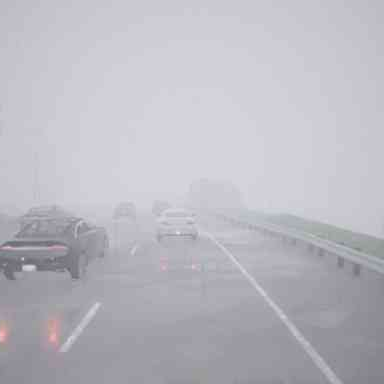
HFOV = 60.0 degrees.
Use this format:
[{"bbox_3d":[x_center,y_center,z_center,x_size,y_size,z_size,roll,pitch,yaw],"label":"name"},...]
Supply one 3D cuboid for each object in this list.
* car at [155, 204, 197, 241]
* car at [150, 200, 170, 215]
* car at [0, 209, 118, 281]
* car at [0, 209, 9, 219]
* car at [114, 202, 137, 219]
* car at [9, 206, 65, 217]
[{"bbox_3d":[-0.813,1.533,16.813,1.812,1.442,4.674,0,0,-5],"label":"car"},{"bbox_3d":[-3.188,1.510,34.058,2.128,1.511,4.902,0,0,-10],"label":"car"},{"bbox_3d":[-3.804,1.503,9.940,2.128,1.511,4.902,0,0,-3],"label":"car"},{"bbox_3d":[-11.571,1.631,19.114,1.895,1.301,4.718,0,0,-6],"label":"car"},{"bbox_3d":[-5.823,1.569,28.988,2.033,1.411,5.357,0,0,-9],"label":"car"},{"bbox_3d":[-8.053,1.515,18.911,2.128,1.511,4.902,0,0,-6],"label":"car"}]
